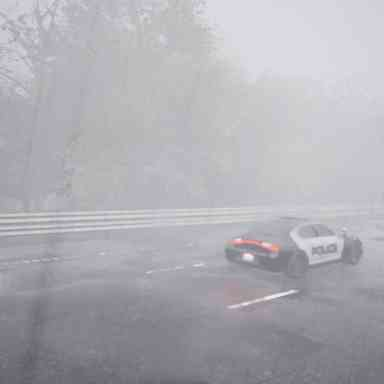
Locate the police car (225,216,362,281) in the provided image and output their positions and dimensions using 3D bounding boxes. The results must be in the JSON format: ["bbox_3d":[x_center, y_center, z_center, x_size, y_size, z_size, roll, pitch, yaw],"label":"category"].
[{"bbox_3d":[3.410,1.557,10.309,4.974,1.542,2.038,0,0,-38],"label":"police car"}]
